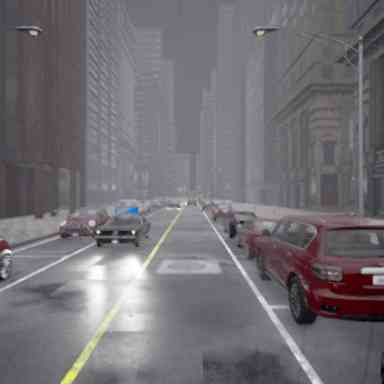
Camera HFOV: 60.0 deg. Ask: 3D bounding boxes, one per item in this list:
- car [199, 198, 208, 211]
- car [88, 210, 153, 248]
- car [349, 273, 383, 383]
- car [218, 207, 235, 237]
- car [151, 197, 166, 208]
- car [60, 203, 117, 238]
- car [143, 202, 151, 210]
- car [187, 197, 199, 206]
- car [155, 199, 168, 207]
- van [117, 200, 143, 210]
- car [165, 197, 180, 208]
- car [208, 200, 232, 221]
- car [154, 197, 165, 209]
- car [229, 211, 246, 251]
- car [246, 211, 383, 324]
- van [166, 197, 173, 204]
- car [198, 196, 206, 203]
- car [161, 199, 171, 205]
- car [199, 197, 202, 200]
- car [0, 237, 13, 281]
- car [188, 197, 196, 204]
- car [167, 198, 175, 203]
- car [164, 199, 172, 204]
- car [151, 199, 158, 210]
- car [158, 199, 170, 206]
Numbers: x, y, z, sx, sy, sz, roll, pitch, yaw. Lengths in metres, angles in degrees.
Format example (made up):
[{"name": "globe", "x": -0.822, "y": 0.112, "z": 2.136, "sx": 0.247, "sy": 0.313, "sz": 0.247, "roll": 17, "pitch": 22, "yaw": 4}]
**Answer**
[{"name": "car", "x": 2.339, "y": 1.924, "z": 46.628, "sx": 1.812, "sy": 1.442, "sz": 4.674, "roll": 0, "pitch": -1, "yaw": 0}, {"name": "car", "x": -3.105, "y": 1.734, "z": 15.693, "sx": 1.895, "sy": 1.301, "sz": 4.718, "roll": 0, "pitch": 0, "yaw": 0}, {"name": "car", "x": 2.760, "y": 1.581, "z": 1.569, "sx": 1.947, "sy": 1.339, "sz": 4.313, "roll": 0, "pitch": 0, "yaw": 0}, {"name": "car", "x": 2.756, "y": 1.723, "z": 18.477, "sx": 1.947, "sy": 1.339, "sz": 4.313, "roll": 0, "pitch": 0, "yaw": 0}, {"name": "car", "x": -5.782, "y": 1.813, "z": 57.923, "sx": 2.192, "sy": 1.841, "sz": 5.009, "roll": 0, "pitch": -1, "yaw": 0}, {"name": "car", "x": -5.770, "y": 1.596, "z": 18.468, "sx": 1.967, "sy": 1.590, "sz": 4.097, "roll": 0, "pitch": 0, "yaw": 0}, {"name": "car", "x": -5.774, "y": 1.823, "z": 35.206, "sx": 1.752, "sy": 1.417, "sz": 4.829, "roll": 0, "pitch": 0, "yaw": 0}, {"name": "car", "x": -0.014, "y": 2.072, "z": 65.673, "sx": 1.837, "sy": 1.490, "sz": 4.892, "roll": 0, "pitch": -1, "yaw": 0}, {"name": "car", "x": -5.782, "y": 2.114, "z": 63.558, "sx": 1.947, "sy": 1.339, "sz": 4.313, "roll": 0, "pitch": -1, "yaw": 0}, {"name": "van", "x": -5.773, "y": 1.592, "z": 29.741, "sx": 1.690, "sy": 1.788, "sz": 3.998, "roll": 0, "pitch": 0, "yaw": 0}, {"name": "car", "x": -3.074, "y": 1.967, "z": 57.011, "sx": 1.882, "sy": 1.535, "sz": 5.008, "roll": 0, "pitch": -1, "yaw": 0}, {"name": "car", "x": 2.752, "y": 1.692, "z": 29.750, "sx": 1.967, "sy": 1.590, "sz": 4.097, "roll": 0, "pitch": 0, "yaw": 0}, {"name": "car", "x": -5.780, "y": 1.888, "z": 52.285, "sx": 1.967, "sy": 1.590, "sz": 4.097, "roll": 0, "pitch": -1, "yaw": 0}, {"name": "car", "x": 2.757, "y": 1.654, "z": 12.841, "sx": 1.887, "sy": 1.381, "sz": 4.507, "roll": 0, "pitch": 0, "yaw": 0}, {"name": "car", "x": 2.758, "y": 1.377, "z": 7.207, "sx": 2.192, "sy": 1.841, "sz": 5.009, "roll": 0, "pitch": 0, "yaw": 0}, {"name": "van", "x": -5.790, "y": 2.095, "z": 86.105, "sx": 1.690, "sy": 1.788, "sz": 3.998, "roll": 0, "pitch": -1, "yaw": 0}, {"name": "car", "x": 2.733, "y": 2.123, "z": 91.747, "sx": 2.192, "sy": 1.841, "sz": 5.009, "roll": 0, "pitch": -1, "yaw": 0}, {"name": "car", "x": -5.786, "y": 2.200, "z": 74.830, "sx": 2.008, "sy": 1.369, "sz": 4.403, "roll": 0, "pitch": -1, "yaw": 0}, {"name": "car", "x": 2.741, "y": 2.181, "z": 69.202, "sx": 1.802, "sy": 1.307, "sz": 4.206, "roll": 0, "pitch": -1, "yaw": 0}, {"name": "car", "x": -5.767, "y": 1.501, "z": 7.194, "sx": 1.967, "sy": 1.590, "sz": 4.097, "roll": 0, "pitch": 0, "yaw": 0}, {"name": "car", "x": -0.022, "y": 2.068, "z": 82.694, "sx": 1.837, "sy": 1.490, "sz": 4.892, "roll": 0, "pitch": -1, "yaw": 0}, {"name": "car", "x": -5.791, "y": 2.331, "z": 91.570, "sx": 1.752, "sy": 1.417, "sz": 4.829, "roll": 0, "pitch": -1, "yaw": 0}, {"name": "car", "x": -5.787, "y": 2.283, "z": 80.467, "sx": 1.802, "sy": 1.307, "sz": 4.206, "roll": 0, "pitch": -1, "yaw": 0}, {"name": "car", "x": -5.776, "y": 1.899, "z": 41.012, "sx": 2.008, "sy": 1.369, "sz": 4.403, "roll": 0, "pitch": 0, "yaw": 0}, {"name": "car", "x": -5.784, "y": 2.164, "z": 69.194, "sx": 1.947, "sy": 1.339, "sz": 4.313, "roll": 0, "pitch": -1, "yaw": 0}]
